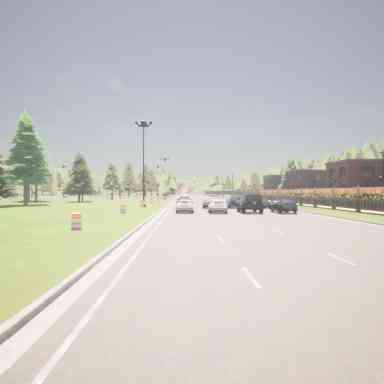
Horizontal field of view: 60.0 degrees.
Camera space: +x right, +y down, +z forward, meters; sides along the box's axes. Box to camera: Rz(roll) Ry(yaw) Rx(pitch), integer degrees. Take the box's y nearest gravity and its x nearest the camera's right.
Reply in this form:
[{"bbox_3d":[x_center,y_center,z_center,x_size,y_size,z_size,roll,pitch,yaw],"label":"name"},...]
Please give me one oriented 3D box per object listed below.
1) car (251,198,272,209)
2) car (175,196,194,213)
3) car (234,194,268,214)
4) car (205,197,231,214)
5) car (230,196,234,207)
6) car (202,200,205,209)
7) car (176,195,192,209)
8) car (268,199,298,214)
[{"bbox_3d":[9.441,1.564,45.422,1.994,1.385,4.181,0,0,-1],"label":"car"},{"bbox_3d":[-0.791,1.526,36.260,1.812,1.442,4.674,0,0,-1],"label":"car"},{"bbox_3d":[6.211,1.221,35.827,2.150,2.045,5.566,0,0,0],"label":"car"},{"bbox_3d":[2.724,1.526,35.685,1.812,1.442,4.674,0,0,-1],"label":"car"},{"bbox_3d":[5.929,1.352,46.304,2.097,1.767,4.553,0,0,-1],"label":"car"},{"bbox_3d":[2.432,1.601,45.794,1.895,1.301,4.718,0,0,-1],"label":"car"},{"bbox_3d":[-1.071,1.352,46.271,2.097,1.767,4.553,0,0,-1],"label":"car"},{"bbox_3d":[9.725,1.491,35.433,2.128,1.511,4.902,0,0,-1],"label":"car"}]
